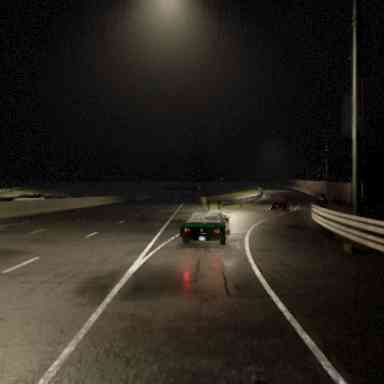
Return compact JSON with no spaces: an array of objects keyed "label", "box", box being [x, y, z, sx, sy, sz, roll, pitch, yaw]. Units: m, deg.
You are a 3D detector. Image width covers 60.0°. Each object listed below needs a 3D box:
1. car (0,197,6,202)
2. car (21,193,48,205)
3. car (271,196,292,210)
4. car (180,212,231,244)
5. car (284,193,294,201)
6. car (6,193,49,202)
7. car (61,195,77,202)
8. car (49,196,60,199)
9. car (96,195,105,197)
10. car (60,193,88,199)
[{"label":"car","box":[-24.566,1.445,43.055,1.882,1.535,5.008,0,0,0]},{"label":"car","box":[-27.996,1.209,59.500,2.150,2.045,5.566,0,0,0]},{"label":"car","box":[11.737,1.585,44.261,1.812,1.442,4.674,0,0,22]},{"label":"car","box":[0.790,1.585,15.659,1.895,1.301,4.718,0,0,10]},{"label":"car","box":[19.921,0.953,68.286,1.882,1.535,5.008,0,3,14]},{"label":"car","box":[-21.070,1.189,42.841,2.150,2.045,5.566,0,0,0]},{"label":"car","box":[-27.987,1.497,76.004,1.837,1.490,4.892,0,0,0]},{"label":"car","box":[-24.508,1.464,59.568,1.882,1.535,5.008,0,0,0]},{"label":"car","box":[-20.987,1.497,75.992,1.837,1.490,4.892,0,0,0]},{"label":"car","box":[-21.009,1.207,59.506,2.150,2.045,5.566,0,0,1]}]
